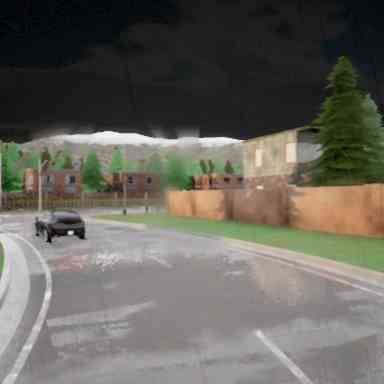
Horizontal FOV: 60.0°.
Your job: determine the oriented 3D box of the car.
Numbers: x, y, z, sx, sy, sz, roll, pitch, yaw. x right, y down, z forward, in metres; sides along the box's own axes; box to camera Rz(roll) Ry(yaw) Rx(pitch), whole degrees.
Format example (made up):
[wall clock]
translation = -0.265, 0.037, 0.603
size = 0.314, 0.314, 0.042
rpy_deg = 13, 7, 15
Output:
[car]
translation = -7.139, 1.724, 17.824
size = 1.837, 1.490, 4.892
rpy_deg = 0, -1, -34
